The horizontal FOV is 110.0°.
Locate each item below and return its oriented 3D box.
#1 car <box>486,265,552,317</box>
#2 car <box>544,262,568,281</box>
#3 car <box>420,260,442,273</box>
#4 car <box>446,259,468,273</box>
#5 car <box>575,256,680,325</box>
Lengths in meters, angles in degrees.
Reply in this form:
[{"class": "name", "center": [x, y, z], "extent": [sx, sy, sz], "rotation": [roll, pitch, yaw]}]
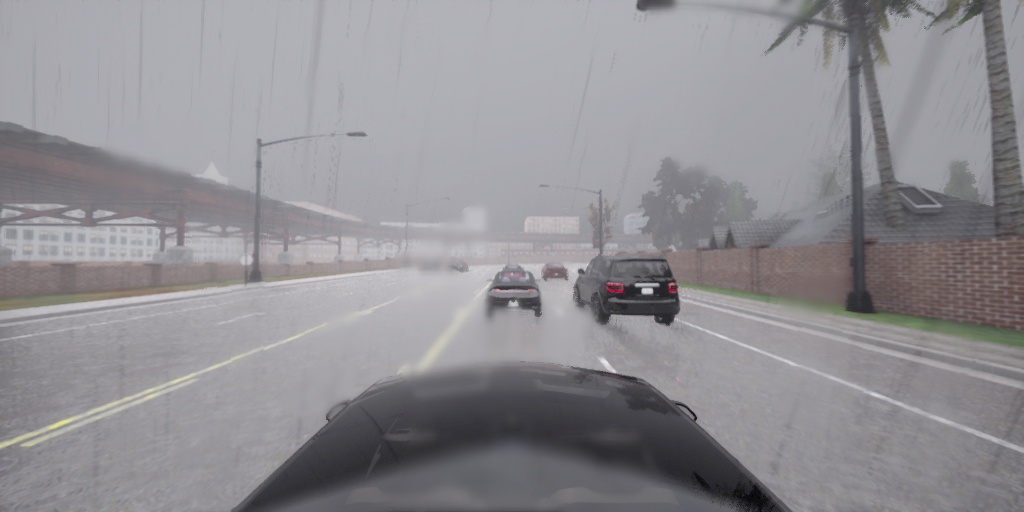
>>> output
[{"class": "car", "center": [0.083, 1.285, 13.341], "extent": [2.128, 1.511, 4.902], "rotation": [0, 0, 0]}, {"class": "car", "center": [3.585, 1.284, 30.790], "extent": [1.882, 1.535, 5.008], "rotation": [0, 0, 0]}, {"class": "car", "center": [-10.329, 1.326, 45.943], "extent": [1.837, 1.490, 4.892], "rotation": [0, 0, 3]}, {"class": "car", "center": [-6.866, 1.169, 45.160], "extent": [2.097, 1.767, 4.553], "rotation": [0, 0, 3]}, {"class": "car", "center": [3.583, 1.013, 12.151], "extent": [2.150, 2.045, 5.566], "rotation": [0, 0, 0]}]
